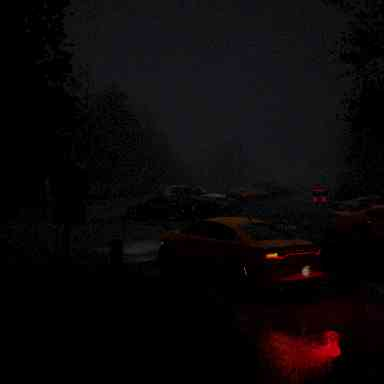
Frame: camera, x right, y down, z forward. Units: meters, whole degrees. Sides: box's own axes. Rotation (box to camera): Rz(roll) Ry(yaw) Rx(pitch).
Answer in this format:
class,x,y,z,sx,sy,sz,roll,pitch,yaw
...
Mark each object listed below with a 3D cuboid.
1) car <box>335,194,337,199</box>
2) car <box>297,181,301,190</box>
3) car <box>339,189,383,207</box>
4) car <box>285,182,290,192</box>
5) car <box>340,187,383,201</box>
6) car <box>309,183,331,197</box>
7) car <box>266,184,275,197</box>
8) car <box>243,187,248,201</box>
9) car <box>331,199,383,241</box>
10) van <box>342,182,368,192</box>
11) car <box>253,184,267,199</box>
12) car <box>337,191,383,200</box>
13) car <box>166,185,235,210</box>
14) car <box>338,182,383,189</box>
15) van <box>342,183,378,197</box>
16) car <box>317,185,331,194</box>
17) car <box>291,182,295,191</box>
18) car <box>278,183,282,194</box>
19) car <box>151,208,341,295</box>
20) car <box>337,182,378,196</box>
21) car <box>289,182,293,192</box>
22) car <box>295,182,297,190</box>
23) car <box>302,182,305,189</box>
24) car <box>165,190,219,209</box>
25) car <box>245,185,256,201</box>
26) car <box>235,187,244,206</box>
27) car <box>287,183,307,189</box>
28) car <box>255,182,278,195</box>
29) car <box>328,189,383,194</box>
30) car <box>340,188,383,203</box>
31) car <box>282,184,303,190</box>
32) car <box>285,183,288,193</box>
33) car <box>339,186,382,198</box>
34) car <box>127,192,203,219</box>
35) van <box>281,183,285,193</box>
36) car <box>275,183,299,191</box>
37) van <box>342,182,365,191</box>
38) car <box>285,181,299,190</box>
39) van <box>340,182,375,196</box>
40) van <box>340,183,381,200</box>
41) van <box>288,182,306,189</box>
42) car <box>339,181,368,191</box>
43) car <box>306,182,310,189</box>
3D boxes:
class,x,y,z,sx,sy,sz,roll,pitch,yaw
car,11.005,1.111,19.282,4.792,1.488,2.163,1,3,24
car,19.486,-0.958,70.229,5.366,1.575,1.946,1,2,24
car,16.700,0.534,31.892,4.792,1.488,2.163,1,3,24
car,13.921,-0.466,57.522,4.792,1.488,2.163,1,2,24
car,20.167,0.209,39.432,4.792,1.488,2.163,1,2,24
car,18.312,-0.110,47.395,2.128,1.511,4.902,1,2,24
car,7.270,0.075,42.267,5.366,1.575,1.946,1,3,24
car,2.542,0.530,32.231,4.892,1.521,2.231,1,3,24
car,8.799,1.307,14.338,5.008,1.535,2.097,1,3,24
van,31.689,-0.970,64.733,4.442,1.987,1.878,1,2,24
car,5.841,0.173,40.003,5.366,1.575,1.946,1,3,24
car,9.972,1.067,16.841,4.553,1.767,2.185,1,3,24
car,0.278,0.509,27.154,5.566,2.045,2.435,1,3,24
car,15.613,0.370,29.335,5.566,2.045,2.435,1,3,24
van,23.663,-0.327,46.954,4.442,1.987,1.878,1,2,24
car,22.546,-0.463,56.775,1.882,1.535,5.008,1,2,24
car,16.061,-0.684,62.643,5.366,1.575,1.946,1,2,24
car,10.549,-0.190,49.910,4.792,1.488,2.163,1,2,24
car,0.915,1.374,8.545,1.882,1.535,5.008,2,-1,-31
car,25.810,-0.537,52.059,5.566,2.045,2.435,1,2,24
car,15.062,-0.557,60.051,4.792,1.488,2.163,1,2,24
car,17.378,-0.768,65.093,4.892,1.521,2.231,1,2,24
car,23.075,-1.227,77.743,5.008,1.535,2.097,1,2,24
car,-0.884,0.875,24.647,5.008,1.535,2.097,1,3,24
car,3.508,0.407,34.837,5.366,1.575,1.946,1,3,24
car,1.563,0.644,29.629,5.366,1.575,1.946,1,3,24
car,27.662,-1.532,87.822,4.792,1.488,2.163,1,2,24
car,9.411,-0.251,47.378,4.553,1.767,2.185,1,2,24
car,13.140,0.845,24.390,5.366,1.575,1.946,1,3,24
car,19.082,0.308,37.028,4.792,1.488,2.163,1,3,24
car,24.224,-1.278,80.270,4.674,1.452,2.002,1,2,24
car,12.779,-0.374,54.993,4.792,1.488,2.163,1,2,24
car,22.423,-0.012,44.485,5.008,1.535,2.097,1,2,24
car,-2.057,1.020,22.134,4.792,1.488,2.163,1,3,24
van,11.771,-0.536,52.395,4.442,1.987,1.878,1,2,24
car,20.768,-1.169,72.691,4.553,1.767,2.185,1,2,24
van,36.246,-1.335,74.827,4.442,1.987,1.878,1,2,24
car,18.508,-0.860,67.627,4.892,1.521,2.231,1,2,24
van,24.590,-0.422,49.573,4.442,1.987,1.878,1,2,24
van,21.174,-0.145,41.985,4.442,1.987,1.878,1,2,24
van,28.675,-1.837,90.412,4.442,1.987,1.878,1,1,24
car,34.974,-1.272,72.361,5.566,2.045,2.435,1,2,24
car,26.531,-1.751,85.306,5.566,2.045,2.435,1,2,24
